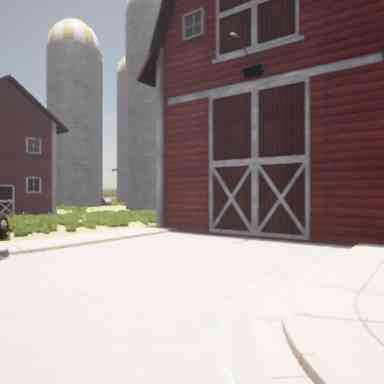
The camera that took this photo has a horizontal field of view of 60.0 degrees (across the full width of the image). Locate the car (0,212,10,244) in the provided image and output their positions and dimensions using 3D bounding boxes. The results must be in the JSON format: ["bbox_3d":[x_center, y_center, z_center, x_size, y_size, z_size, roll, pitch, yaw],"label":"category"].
[{"bbox_3d":[-7.830,1.182,10.270,3.866,1.878,1.905,-2,6,-7],"label":"car"}]
